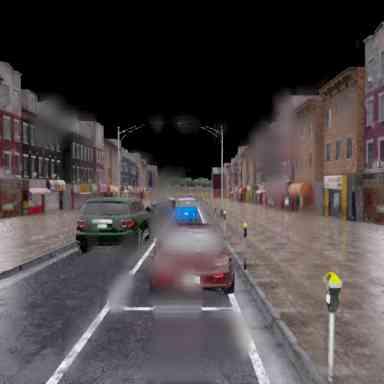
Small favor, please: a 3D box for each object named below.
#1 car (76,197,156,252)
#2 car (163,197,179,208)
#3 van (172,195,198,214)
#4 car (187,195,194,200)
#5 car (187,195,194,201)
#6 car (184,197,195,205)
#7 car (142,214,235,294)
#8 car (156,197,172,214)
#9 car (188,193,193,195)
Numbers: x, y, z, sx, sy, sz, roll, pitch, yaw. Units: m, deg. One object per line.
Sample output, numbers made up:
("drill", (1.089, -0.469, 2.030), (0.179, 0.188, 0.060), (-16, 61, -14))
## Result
("car", (-3.021, 1.219, 13.886), (2.150, 2.045, 5.566), (0, 0, 0))
("car", (-2.923, 1.461, 47.545), (1.882, 1.535, 5.008), (0, 0, 0))
("van", (-0.402, 1.332, 25.542), (1.690, 1.788, 3.998), (-1, 0, 0))
("car", (-0.395, 1.542, 91.932), (1.947, 1.339, 4.313), (-1, 0, 0))
("car", (-0.395, 1.543, 86.399), (1.947, 1.339, 4.313), (-1, 0, 0))
("car", (-0.396, 1.563, 58.737), (1.802, 1.307, 4.206), (-1, 0, 0))
("car", (0.003, 1.522, 8.652), (1.812, 1.442, 4.674), (0, 0, 0))
("car", (-2.926, 1.493, 30.720), (1.837, 1.490, 4.892), (0, 0, 0))
("car", (-0.403, 1.302, 36.607), (2.192, 1.841, 5.009), (-1, 0, 0))
